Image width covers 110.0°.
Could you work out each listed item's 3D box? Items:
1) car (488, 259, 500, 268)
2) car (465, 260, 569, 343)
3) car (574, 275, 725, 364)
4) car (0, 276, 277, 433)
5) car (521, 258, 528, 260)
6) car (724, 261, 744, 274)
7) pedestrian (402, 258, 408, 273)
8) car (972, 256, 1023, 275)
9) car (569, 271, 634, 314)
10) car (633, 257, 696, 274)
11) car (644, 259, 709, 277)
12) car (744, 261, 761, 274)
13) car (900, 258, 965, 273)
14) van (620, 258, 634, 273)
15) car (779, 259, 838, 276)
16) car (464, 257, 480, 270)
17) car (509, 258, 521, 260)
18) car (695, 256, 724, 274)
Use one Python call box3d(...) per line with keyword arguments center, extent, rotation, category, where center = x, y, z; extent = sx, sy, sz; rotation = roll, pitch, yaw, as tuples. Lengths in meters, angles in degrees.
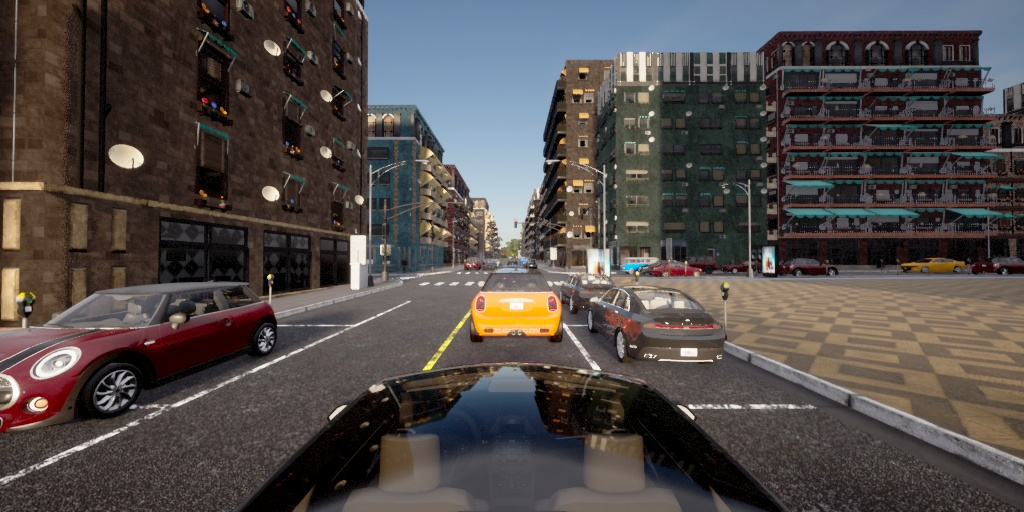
box3d(center=(-3.076, 1.298, 60.957), extent=(1.812, 1.442, 4.674), rotation=(0, 0, 0), category="car")
box3d(center=(0.098, 1.104, 9.886), extent=(2.097, 1.767, 4.553), rotation=(0, 0, 0), category="car")
box3d(center=(2.821, 1.302, 7.906), extent=(2.007, 1.370, 4.403), rotation=(0, 0, 0), category="car")
box3d(center=(-5.819, 1.191, 5.671), extent=(1.967, 1.591, 4.097), rotation=(0, 0, 0), category="car")
box3d(center=(2.694, 1.334, 51.669), extent=(1.948, 1.339, 4.313), rotation=(0, 0, 0), category="car")
box3d(center=(24.828, 1.165, 38.402), extent=(4.507, 1.381, 1.888), rotation=(0, 0, 0), category="car")
box3d(center=(-12.526, 1.097, 41.635), extent=(0.375, 1.860, 0.375), rotation=(0, 0, 0), category="pedestrian")
box3d(center=(41.346, 0.811, 29.902), extent=(4.097, 1.591, 1.967), rotation=(0, 0, 0), category="car")
box3d(center=(2.821, 1.304, 13.476), extent=(2.007, 1.370, 4.403), rotation=(0, 0, 0), category="car")
box3d(center=(15.203, 1.147, 35.893), extent=(4.902, 1.511, 2.128), rotation=(0, -1, 0), category="car")
box3d(center=(13.710, 1.162, 30.102), extent=(4.207, 1.307, 1.802), rotation=(0, 0, 0), category="car")
box3d(center=(26.832, 1.113, 35.807), extent=(5.357, 1.411, 2.033), rotation=(0, -1, 0), category="car")
box3d(center=(41.709, 0.933, 35.667), extent=(5.008, 1.535, 1.882), rotation=(-1, -1, 1), category="car")
box3d(center=(13.773, 1.046, 38.482), extent=(3.998, 1.789, 1.690), rotation=(0, 0, 0), category="van")
box3d(center=(24.765, 0.935, 30.022), extent=(4.097, 1.591, 1.967), rotation=(0, 0, 0), category="car")
box3d(center=(-5.686, 1.083, 51.710), extent=(2.192, 1.841, 5.009), rotation=(0, 0, 0), category="car")
box3d(center=(0.102, 1.278, 63.165), extent=(1.837, 1.490, 4.892), rotation=(0, 0, 0), category="car")
box3d(center=(19.300, 0.977, 38.442), extent=(5.009, 1.841, 2.192), rotation=(0, 0, 0), category="car")
